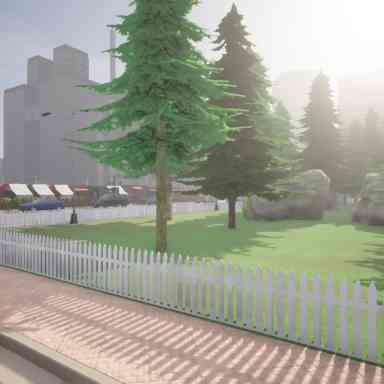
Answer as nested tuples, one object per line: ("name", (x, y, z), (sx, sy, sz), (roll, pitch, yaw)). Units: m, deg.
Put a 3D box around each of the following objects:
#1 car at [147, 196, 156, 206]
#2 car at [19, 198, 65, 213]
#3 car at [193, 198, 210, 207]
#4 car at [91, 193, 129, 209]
("car", (-5.257, 1.352, 54.017), (2.097, 1.767, 4.553), (0, 0, 34))
("car", (-16.695, 1.478, 37.154), (1.882, 1.535, 5.008), (0, 0, 34))
("car", (2.205, 1.601, 52.279), (1.895, 1.301, 4.718), (0, 0, 34))
("car", (-11.047, 1.221, 45.513), (2.150, 2.045, 5.566), (0, 0, 34))
